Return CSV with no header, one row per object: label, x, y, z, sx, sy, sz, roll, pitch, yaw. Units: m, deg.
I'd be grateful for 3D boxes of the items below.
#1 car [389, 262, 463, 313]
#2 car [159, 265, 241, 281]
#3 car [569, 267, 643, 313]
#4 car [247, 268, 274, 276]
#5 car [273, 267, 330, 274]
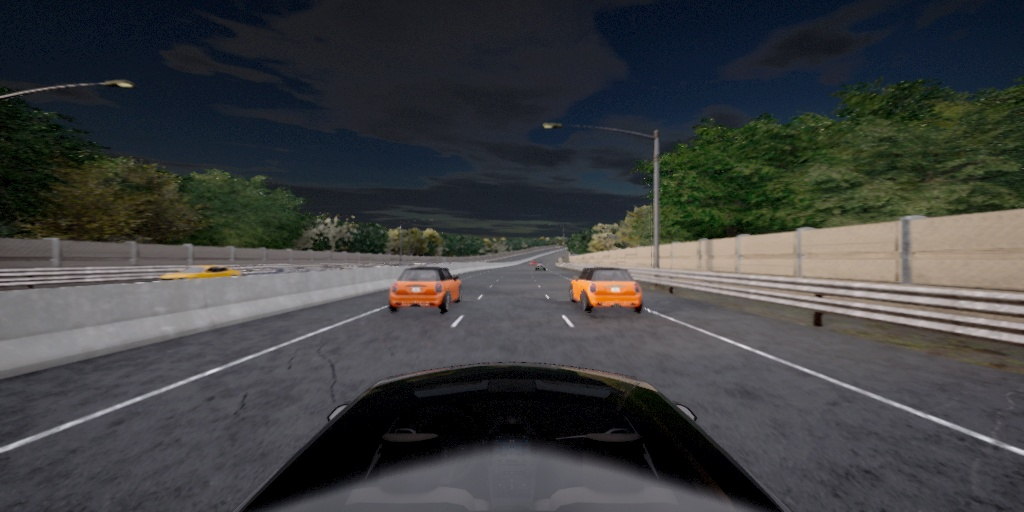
car,-3.329,1.198,14.672,2.097,1.767,4.553,0,0,1
car,-20.885,1.370,24.271,1.882,1.535,5.008,0,-1,1
car,3.674,1.214,14.784,2.097,1.767,4.553,0,0,1
car,-17.339,1.527,26.838,1.895,1.301,4.718,0,-1,1
car,-13.878,1.517,24.885,1.895,1.301,4.718,0,-1,1
